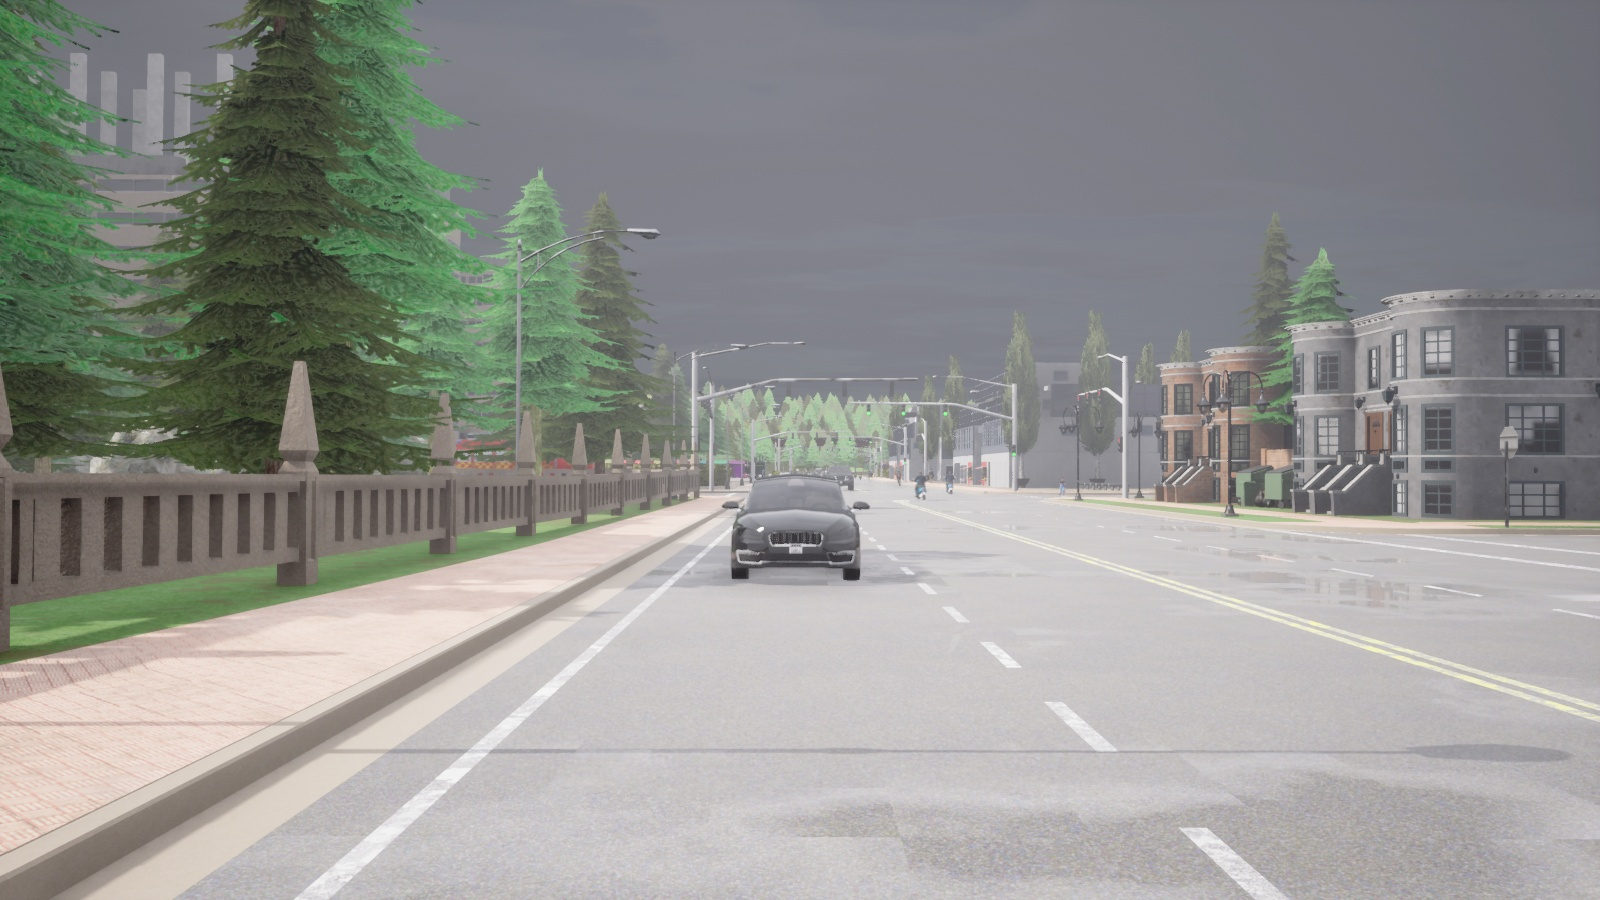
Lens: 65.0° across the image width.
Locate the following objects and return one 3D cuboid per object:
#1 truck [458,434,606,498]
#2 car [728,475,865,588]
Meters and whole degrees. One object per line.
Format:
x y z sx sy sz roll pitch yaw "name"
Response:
-16.372 1.005 77.079 8.468 3.827 2.891 0 -1 0 "truck"
-0.054 1.143 19.297 1.837 1.490 4.892 0 -1 0 "car"
